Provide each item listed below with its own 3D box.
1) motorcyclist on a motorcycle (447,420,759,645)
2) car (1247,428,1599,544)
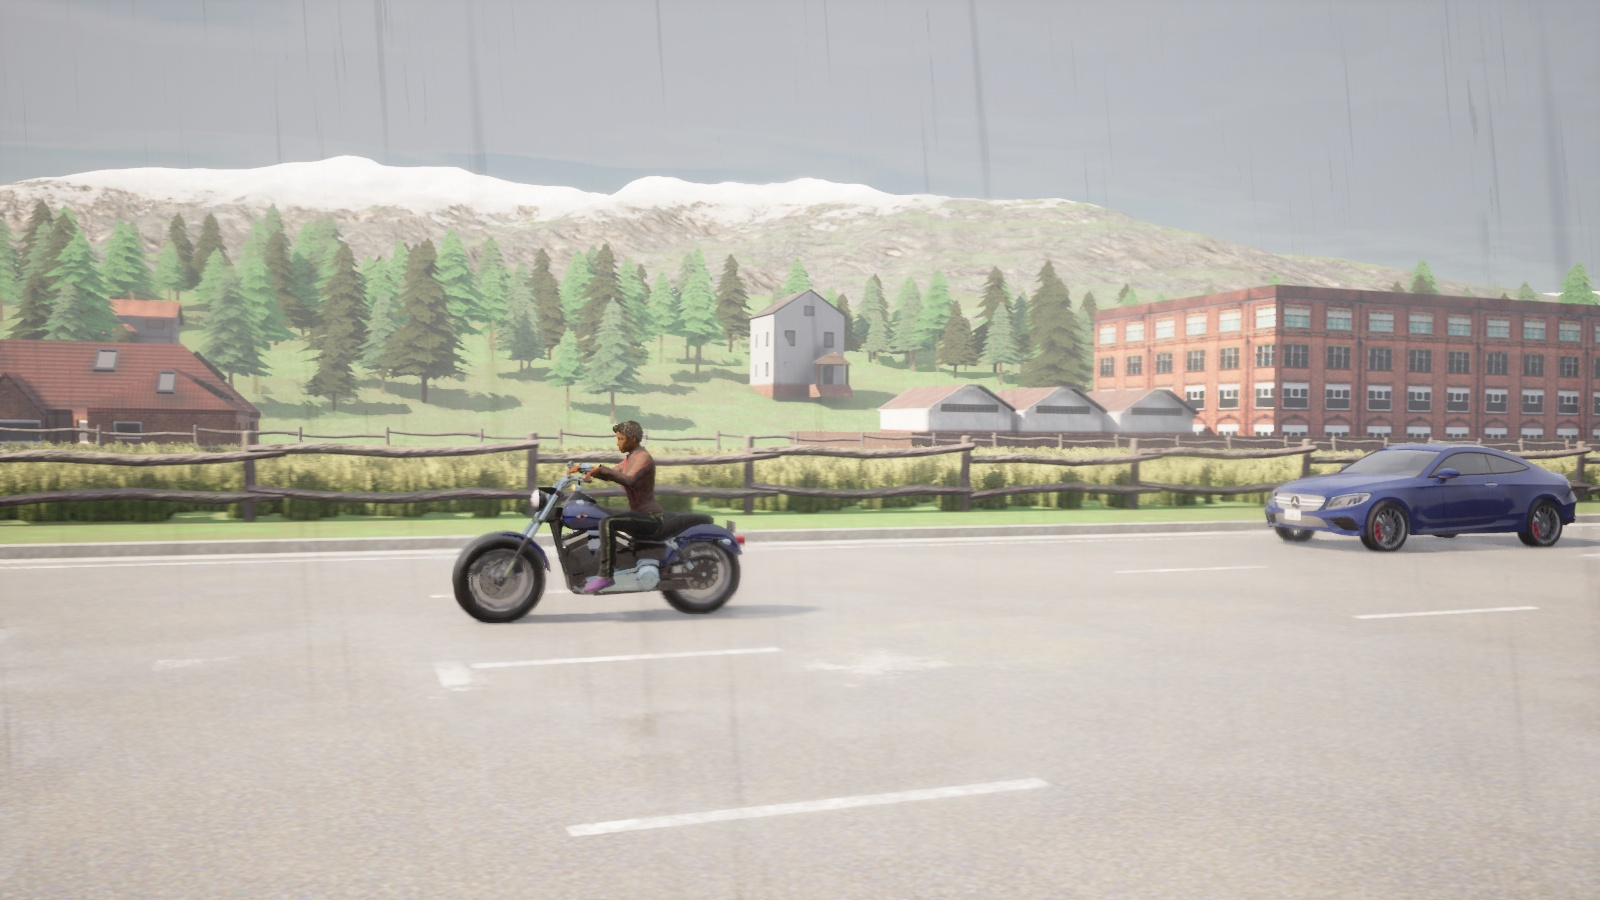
[{"bbox_3d":[-1.577,0.601,10.127,2.350,1.649,0.766,-1,1,-21],"label":"motorcyclist on a motorcycle"},{"bbox_3d":[8.865,0.438,17.836,4.674,1.442,1.812,-1,1,-21],"label":"car"}]
